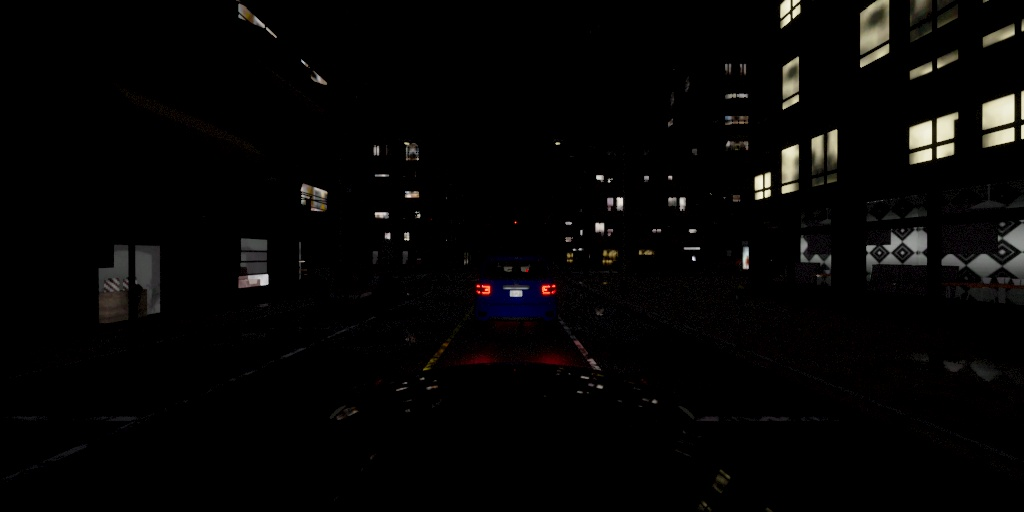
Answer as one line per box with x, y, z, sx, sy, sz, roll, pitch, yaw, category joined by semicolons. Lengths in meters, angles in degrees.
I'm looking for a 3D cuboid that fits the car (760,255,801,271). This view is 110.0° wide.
25.807;0.822;34.556;4.313;1.339;1.948;0;0;0;car

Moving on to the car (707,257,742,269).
25.671;0.824;42.936;4.207;1.307;1.802;0;0;0;car

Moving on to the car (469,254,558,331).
0.099;0.971;11.079;2.150;2.045;5.566;0;0;0;car

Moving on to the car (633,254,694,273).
14.713;0.778;34.461;5.009;1.841;2.192;0;0;0;car

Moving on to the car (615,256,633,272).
14.422;0.983;40.230;4.674;1.442;1.812;-1;0;-1;car

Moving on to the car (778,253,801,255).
30.558;0.507;40.383;4.553;1.767;2.097;-1;0;0;car

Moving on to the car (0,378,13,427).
-5.690;1.300;1.566;2.007;1.370;4.403;0;0;0;car

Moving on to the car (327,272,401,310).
-5.739;1.332;14.483;1.802;1.307;4.207;0;0;0;car

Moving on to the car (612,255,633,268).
14.580;0.764;42.840;5.009;1.841;2.192;0;0;0;car
